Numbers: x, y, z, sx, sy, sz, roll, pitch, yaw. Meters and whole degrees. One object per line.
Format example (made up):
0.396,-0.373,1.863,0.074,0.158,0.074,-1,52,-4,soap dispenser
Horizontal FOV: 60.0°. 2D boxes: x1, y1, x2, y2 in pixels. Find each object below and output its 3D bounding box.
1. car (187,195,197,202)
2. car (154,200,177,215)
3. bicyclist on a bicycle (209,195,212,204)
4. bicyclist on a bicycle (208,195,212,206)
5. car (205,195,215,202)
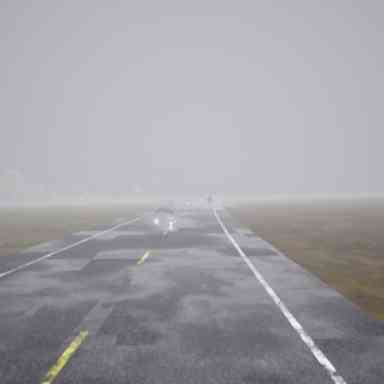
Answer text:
0.039,1.460,76.049,2.097,1.767,4.553,0,0,5,car
-2.795,1.621,35.250,1.812,1.442,4.674,0,0,3,car
3.665,1.538,66.137,0.659,1.776,1.843,0,0,5,bicyclist on a bicycle
2.986,1.600,57.109,0.582,1.620,1.656,0,-1,4,bicyclist on a bicycle
4.170,1.593,82.648,1.882,1.535,5.008,0,0,6,car
